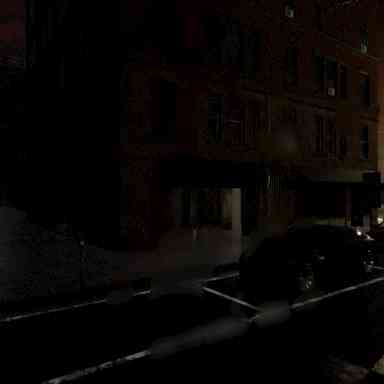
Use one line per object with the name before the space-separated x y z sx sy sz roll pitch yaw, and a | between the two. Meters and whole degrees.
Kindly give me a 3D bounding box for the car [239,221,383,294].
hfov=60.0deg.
car | 3.185 1.565 8.816 4.313 1.339 1.947 0 0 -36
